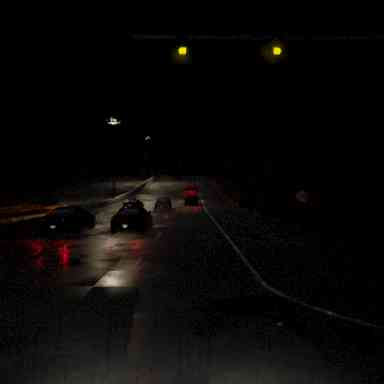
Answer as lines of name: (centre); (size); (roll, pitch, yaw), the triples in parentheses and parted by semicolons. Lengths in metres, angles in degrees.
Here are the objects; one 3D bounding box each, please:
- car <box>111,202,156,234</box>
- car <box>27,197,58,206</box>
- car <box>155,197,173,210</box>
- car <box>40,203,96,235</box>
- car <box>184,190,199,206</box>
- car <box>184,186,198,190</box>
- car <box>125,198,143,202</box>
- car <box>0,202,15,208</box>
car: (-3.400, 1.533, 19.176); (1.812, 1.442, 4.674); (0, 0, 0)
car: (-17.567, 1.352, 39.251); (1.882, 1.535, 5.008); (0, 2, 0)
car: (-3.474, 1.362, 40.492); (1.812, 1.442, 4.674); (0, 2, 0)
car: (-6.900, 1.533, 18.800); (1.812, 1.442, 4.674); (0, 0, 0)
car: (-0.107, 1.014, 46.622); (1.882, 1.535, 5.008); (0, 3, 0)
car: (-0.164, -0.076, 56.995); (2.150, 2.045, 5.566); (0, 6, 0)
car: (-6.967, 1.424, 39.290); (2.033, 1.411, 5.357); (0, 2, 0)
car: (-17.513, 1.559, 29.168); (2.033, 1.411, 5.357); (0, 0, 0)
